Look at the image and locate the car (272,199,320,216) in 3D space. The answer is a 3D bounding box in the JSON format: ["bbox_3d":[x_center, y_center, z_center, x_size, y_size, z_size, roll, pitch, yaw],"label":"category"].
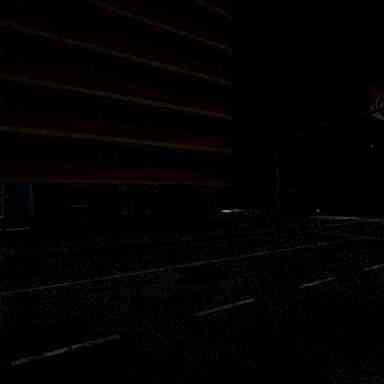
[{"bbox_3d":[10.168,1.491,32.614,2.128,1.511,4.902,0,0,-36],"label":"car"}]

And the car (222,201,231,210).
[{"bbox_3d":[2.985,1.564,42.527,1.994,1.385,4.181,0,0,-36],"label":"car"}]
